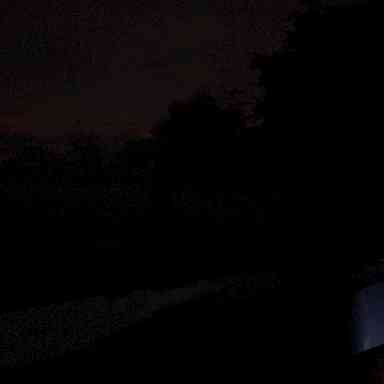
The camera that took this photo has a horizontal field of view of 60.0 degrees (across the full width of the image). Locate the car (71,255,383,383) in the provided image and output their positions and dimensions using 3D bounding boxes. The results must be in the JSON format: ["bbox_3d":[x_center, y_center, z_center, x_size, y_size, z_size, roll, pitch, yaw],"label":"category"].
[{"bbox_3d":[1.539,1.523,3.787,5.357,1.411,2.033,0,0,-29],"label":"car"}]
